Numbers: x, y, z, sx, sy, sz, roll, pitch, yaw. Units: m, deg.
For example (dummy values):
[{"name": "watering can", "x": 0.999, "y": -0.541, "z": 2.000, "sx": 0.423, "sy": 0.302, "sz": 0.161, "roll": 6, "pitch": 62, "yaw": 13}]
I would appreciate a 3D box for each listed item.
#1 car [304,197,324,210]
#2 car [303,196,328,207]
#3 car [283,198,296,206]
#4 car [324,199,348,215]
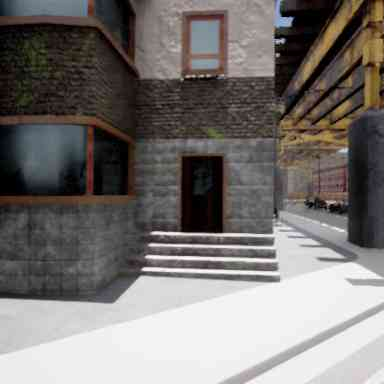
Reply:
[{"name": "car", "x": 17.979, "y": 1.733, "z": 47.666, "sx": 1.837, "sy": 1.490, "sz": 4.892, "roll": 0, "pitch": 0, "yaw": 6}, {"name": "car", "x": 21.908, "y": 1.632, "z": 59.260, "sx": 2.097, "sy": 1.767, "sz": 4.553, "roll": 0, "pitch": 0, "yaw": -10}, {"name": "car", "x": 17.666, "y": 1.786, "z": 62.557, "sx": 1.812, "sy": 1.442, "sz": 4.674, "roll": 0, "pitch": 0, "yaw": -15}, {"name": "car", "x": 16.909, "y": 1.747, "z": 37.303, "sx": 2.033, "sy": 1.411, "sz": 5.357, "roll": 0, "pitch": 0, "yaw": 6}]
